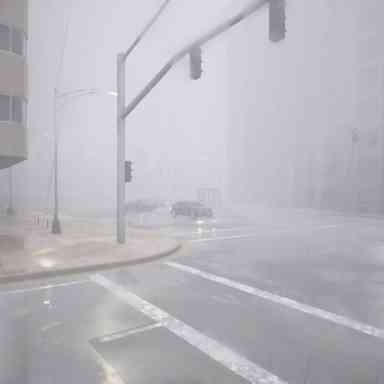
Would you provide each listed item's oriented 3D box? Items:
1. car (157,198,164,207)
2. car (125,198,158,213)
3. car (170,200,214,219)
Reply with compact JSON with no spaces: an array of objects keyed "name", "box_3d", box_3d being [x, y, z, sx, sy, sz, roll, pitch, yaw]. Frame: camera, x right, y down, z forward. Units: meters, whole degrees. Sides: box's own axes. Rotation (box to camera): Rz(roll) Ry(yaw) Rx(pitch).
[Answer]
[{"name":"car","box_3d":[-6.272,1.547,43.914,2.033,1.411,5.357,0,0,-36]},{"name":"car","box_3d":[-6.081,1.601,37.409,1.895,1.301,4.718,0,0,-36]},{"name":"car","box_3d":[-0.095,1.505,29.185,1.837,1.490,4.892,0,0,-36]}]
